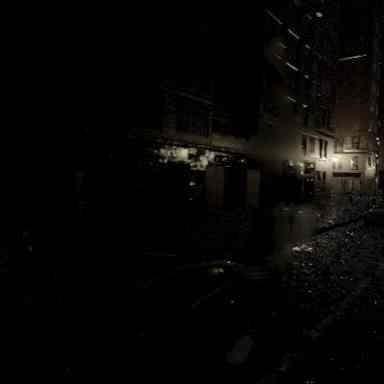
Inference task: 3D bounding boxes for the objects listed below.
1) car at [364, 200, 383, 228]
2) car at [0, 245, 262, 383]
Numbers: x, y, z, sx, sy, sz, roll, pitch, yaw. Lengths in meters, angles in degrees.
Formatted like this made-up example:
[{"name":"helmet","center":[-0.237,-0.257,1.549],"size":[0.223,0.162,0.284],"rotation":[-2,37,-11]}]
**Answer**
[{"name":"car","center":[9.683,1.059,16.208],"size":[1.802,1.307,4.206],"rotation":[4,4,39]},{"name":"car","center":[-0.836,1.353,3.401],"size":[1.947,1.339,4.313],"rotation":[4,4,39]}]
